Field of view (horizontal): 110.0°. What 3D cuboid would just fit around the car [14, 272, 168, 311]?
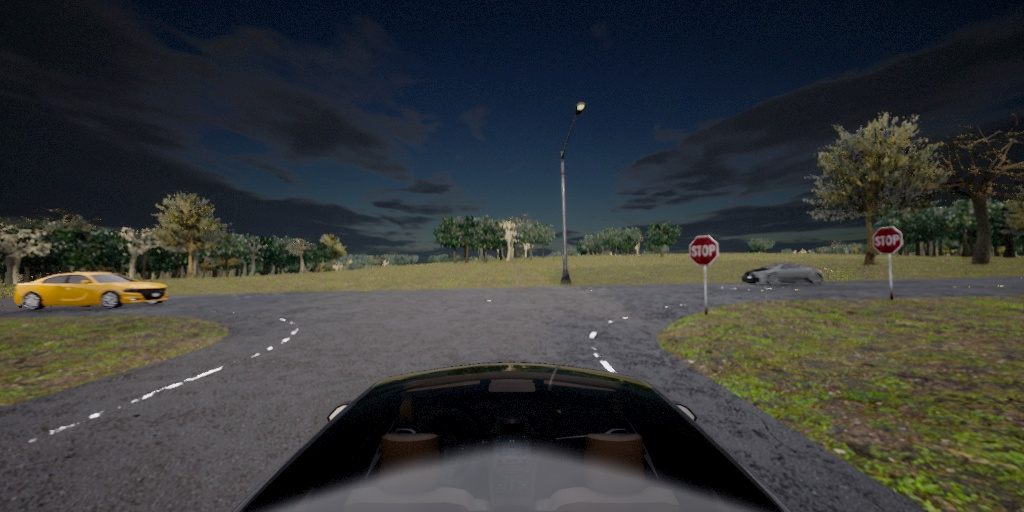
[{"bbox_3d":[-17.431,1.408,15.020,5.008,1.535,1.882,-1,-2,0],"label":"car"}]

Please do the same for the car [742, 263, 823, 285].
[{"bbox_3d":[16.836,1.110,22.436,4.181,1.385,1.994,-1,-2,-1],"label":"car"}]
